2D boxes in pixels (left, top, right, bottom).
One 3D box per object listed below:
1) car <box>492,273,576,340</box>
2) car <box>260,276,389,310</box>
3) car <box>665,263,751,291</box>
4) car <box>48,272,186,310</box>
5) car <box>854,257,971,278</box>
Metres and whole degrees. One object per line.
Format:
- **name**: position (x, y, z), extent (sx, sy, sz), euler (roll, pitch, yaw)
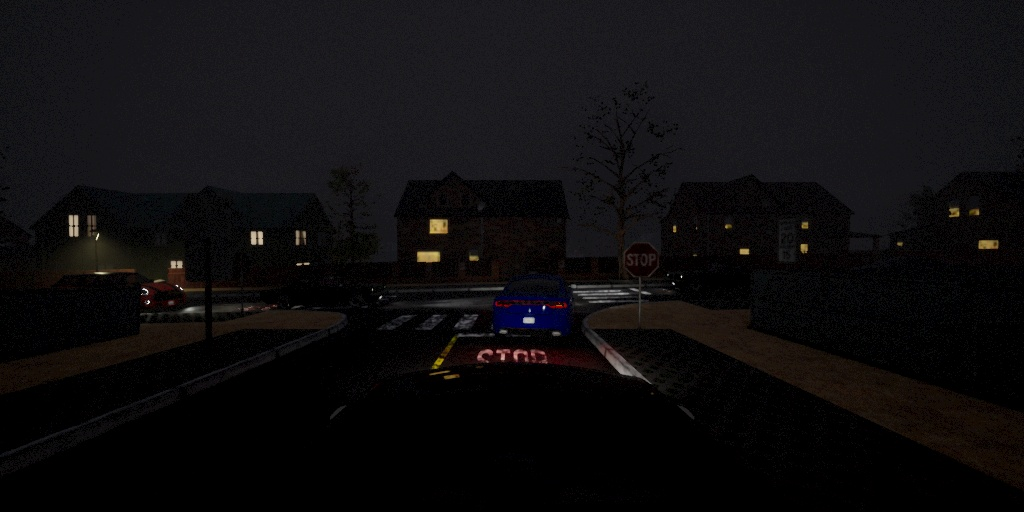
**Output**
- **car**: position (0.779, 1.226, 10.113), extent (1.882, 1.535, 5.008), euler (0, 0, 10)
- **car**: position (-7.823, 1.506, 15.314), extent (4.718, 1.301, 1.895), euler (-1, 1, 0)
- **car**: position (10.396, 1.034, 18.256), extent (4.718, 1.301, 1.895), euler (-1, 1, -1)
- **car**: position (-16.811, 1.471, 15.298), extent (4.553, 1.767, 2.097), euler (-1, 1, 0)
- **car**: position (20.042, 0.753, 18.300), extent (5.357, 1.411, 2.033), euler (-1, 1, 0)
